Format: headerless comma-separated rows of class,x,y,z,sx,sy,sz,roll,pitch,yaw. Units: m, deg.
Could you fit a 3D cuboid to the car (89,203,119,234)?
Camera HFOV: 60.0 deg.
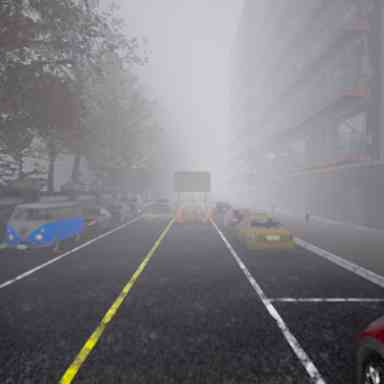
car,-5.675,1.532,18.829,1.802,1.307,4.206,0,0,0

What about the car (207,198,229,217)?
car,2.715,1.488,30.085,1.947,1.339,4.313,0,0,0

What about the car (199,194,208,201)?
car,2.757,1.276,80.756,1.967,1.590,4.097,0,0,0

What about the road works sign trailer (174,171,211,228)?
road works sign trailer,0.018,0.406,21.844,2.380,3.560,2.880,0,0,0

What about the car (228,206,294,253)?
car,2.701,1.488,13.362,1.752,1.417,4.829,0,0,0

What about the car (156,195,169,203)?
car,-5.638,1.300,63.872,1.967,1.590,4.097,0,0,0

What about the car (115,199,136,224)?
car,-5.670,1.481,24.459,1.887,1.381,4.507,0,0,0

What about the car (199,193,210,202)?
car,2.751,1.158,75.124,2.192,1.841,5.009,0,0,0

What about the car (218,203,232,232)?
car,2.705,1.531,18.823,1.802,1.307,4.206,0,0,0

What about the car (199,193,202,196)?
car,2.743,1.404,63.865,1.887,1.381,4.507,0,0,0

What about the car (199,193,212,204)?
car,2.739,1.412,58.235,1.887,1.381,4.507,0,0,0

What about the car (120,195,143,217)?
car,-5.665,1.238,30.091,2.192,1.841,5.009,0,0,0

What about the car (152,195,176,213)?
car,-3.067,1.389,35.218,1.882,1.535,5.008,0,0,0

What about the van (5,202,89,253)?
van,-5.679,1.305,13.197,1.690,1.788,3.998,0,0,0

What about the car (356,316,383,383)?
car,2.692,1.434,1.931,1.967,1.590,4.097,0,0,0
